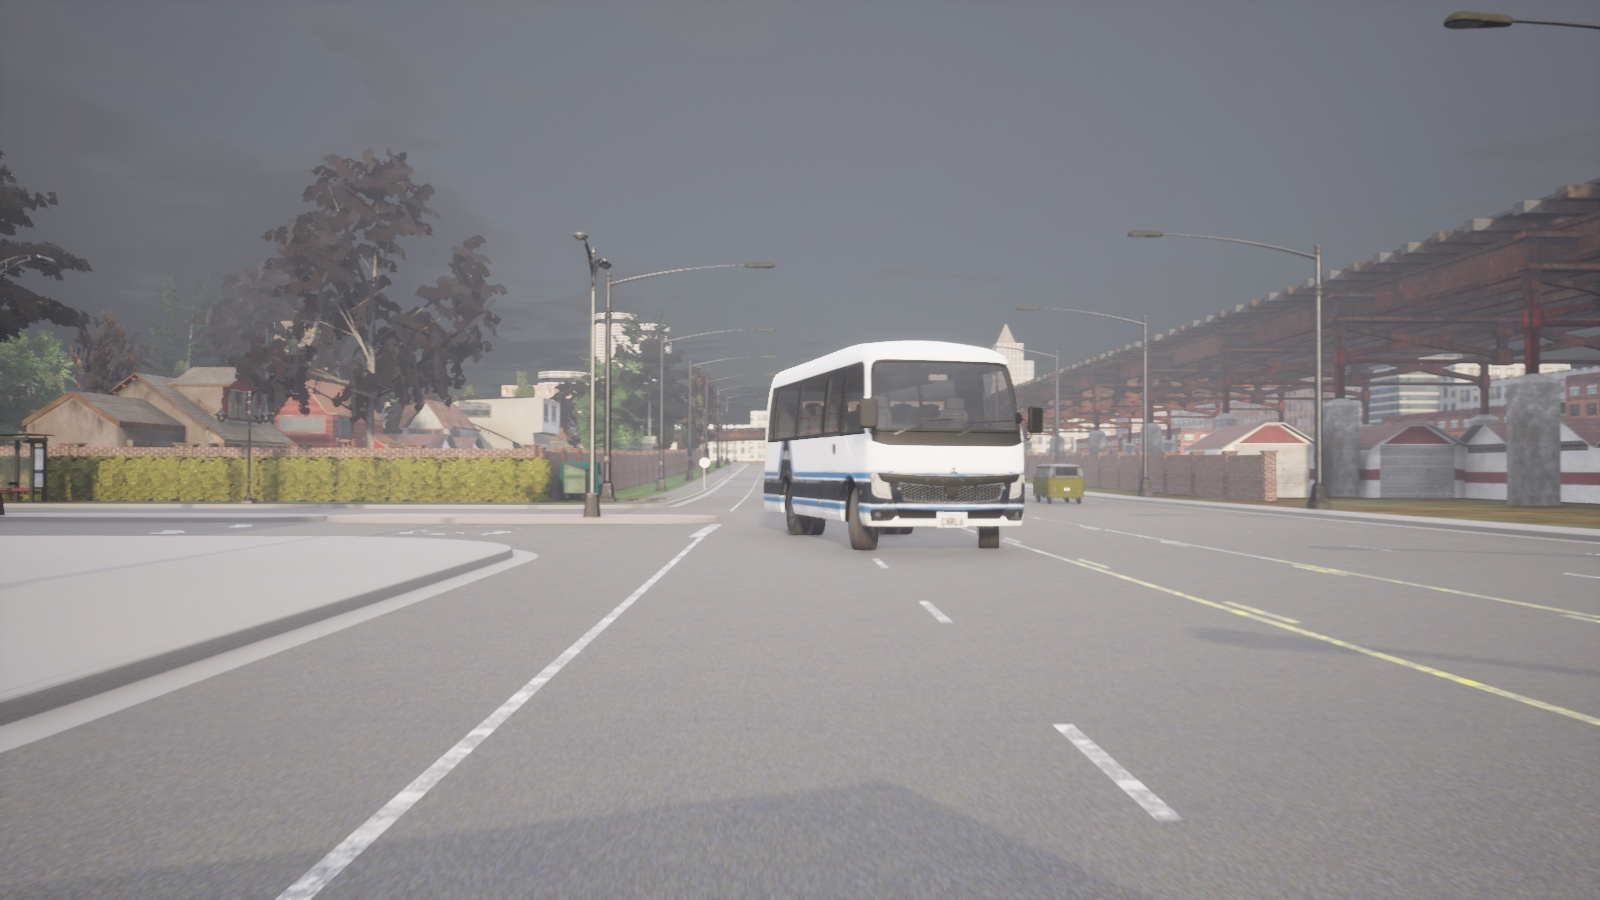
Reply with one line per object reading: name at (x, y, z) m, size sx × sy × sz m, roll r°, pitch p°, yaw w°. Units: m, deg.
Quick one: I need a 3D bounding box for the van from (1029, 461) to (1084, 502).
van at (12.780, 1.559, 62.784) m, size 1.775 × 1.987 × 4.442 m, roll 0°, pitch -1°, yaw -1°

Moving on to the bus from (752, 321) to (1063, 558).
bus at (1.823, -0.102, 27.984) m, size 3.944 × 4.253 × 10.273 m, roll 0°, pitch -1°, yaw -13°
